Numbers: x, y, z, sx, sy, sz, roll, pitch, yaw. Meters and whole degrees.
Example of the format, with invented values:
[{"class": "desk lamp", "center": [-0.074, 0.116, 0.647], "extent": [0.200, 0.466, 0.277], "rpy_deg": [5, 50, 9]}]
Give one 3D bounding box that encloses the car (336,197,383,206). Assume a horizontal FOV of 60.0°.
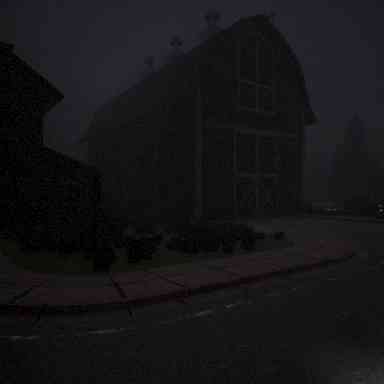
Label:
[{"class": "car", "center": [18.226, 1.363, 35.080], "extent": [2.097, 1.767, 4.553], "rpy_deg": [0, 0, -34]}]
